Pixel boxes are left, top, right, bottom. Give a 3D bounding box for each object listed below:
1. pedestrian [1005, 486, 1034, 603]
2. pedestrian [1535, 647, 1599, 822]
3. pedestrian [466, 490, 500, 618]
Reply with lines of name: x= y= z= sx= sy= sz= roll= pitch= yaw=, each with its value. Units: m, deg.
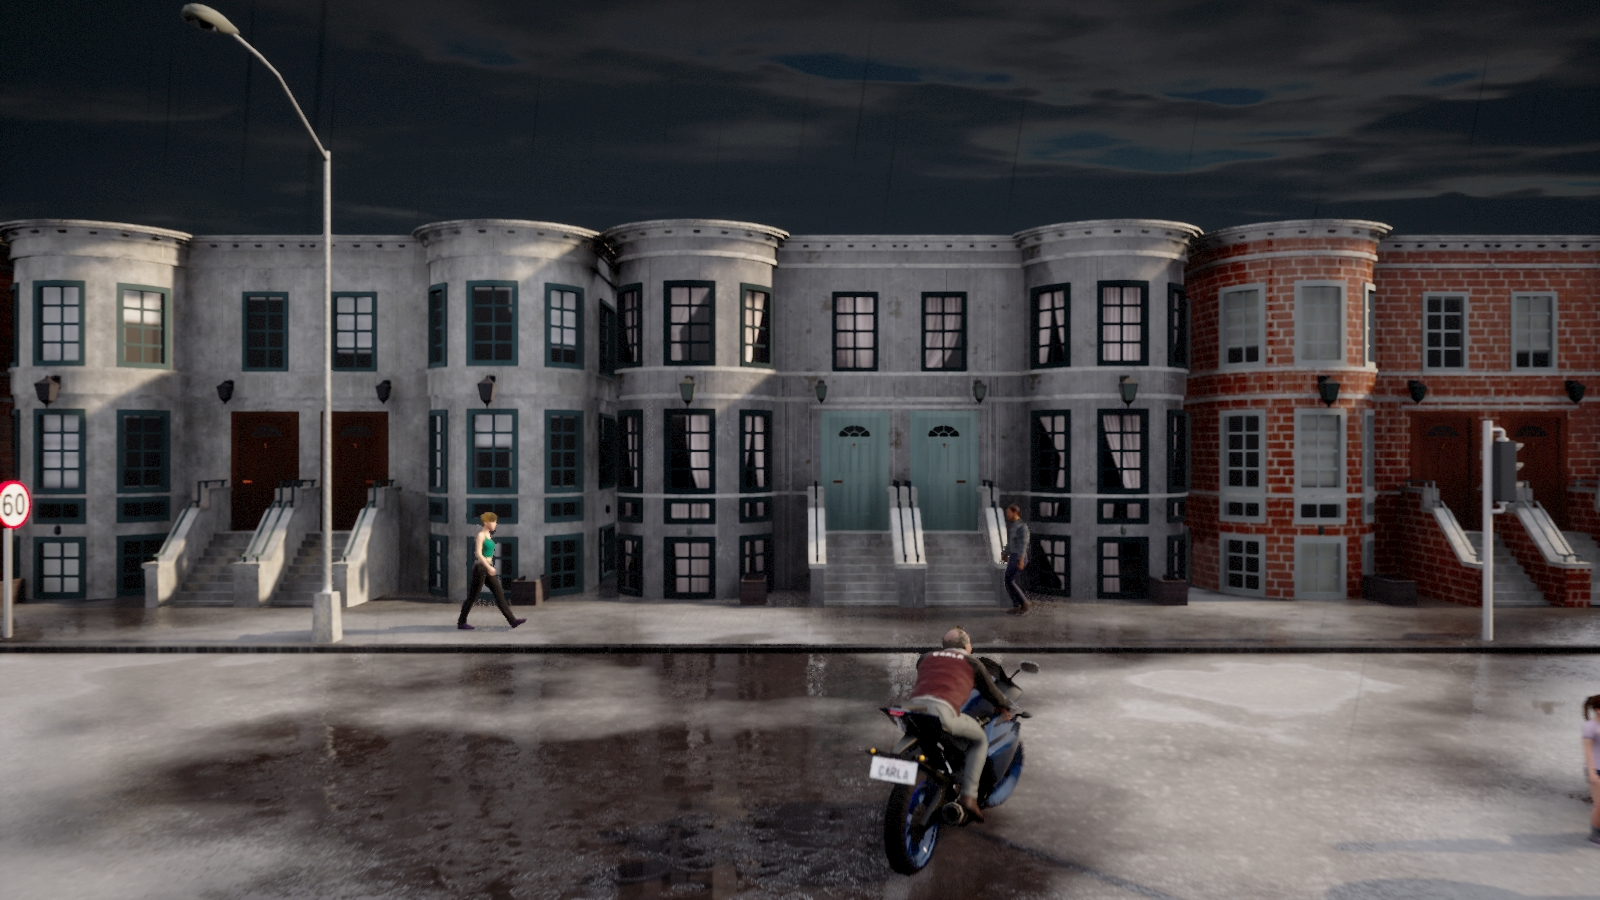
pedestrian: x=3.565 y=1.524 z=18.572 sx=0.375 sy=1.860 sz=0.375 roll=0 pitch=0 yaw=-5
pedestrian: x=5.638 y=2.009 z=8.131 sx=0.500 sy=1.100 sz=0.500 roll=0 pitch=0 yaw=-26
pedestrian: x=-4.697 y=1.524 z=16.947 sx=0.375 sy=1.860 sz=0.375 roll=0 pitch=0 yaw=8
